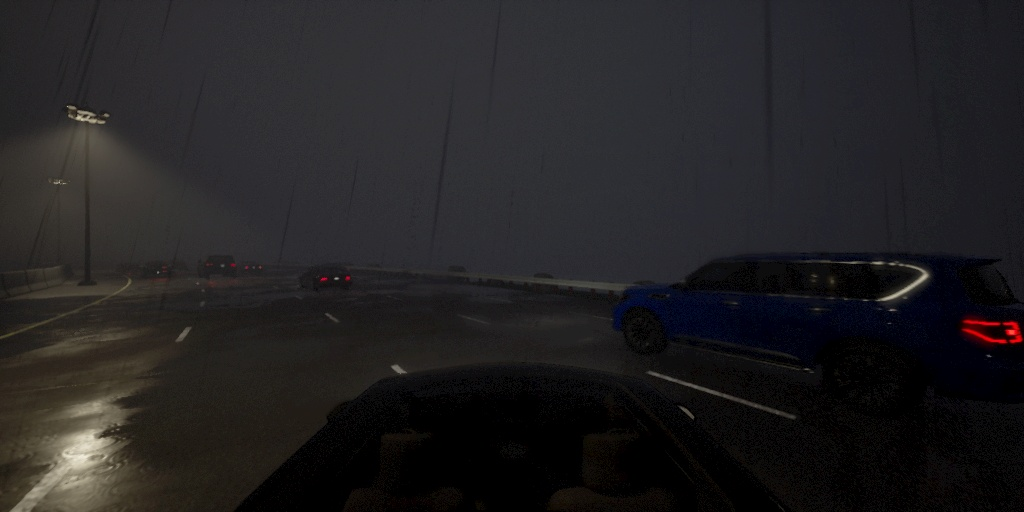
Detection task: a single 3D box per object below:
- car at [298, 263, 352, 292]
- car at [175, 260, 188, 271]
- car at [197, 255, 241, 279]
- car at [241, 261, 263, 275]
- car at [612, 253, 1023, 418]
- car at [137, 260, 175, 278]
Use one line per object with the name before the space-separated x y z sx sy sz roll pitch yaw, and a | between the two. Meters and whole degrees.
car | -11.148 1.282 21.259 2.033 1.411 5.357 0 0 -41
car | -43.359 1.217 46.057 4.892 1.490 1.837 -1 -1 35
car | -26.785 0.945 32.510 5.566 2.045 2.150 0 0 42
car | -29.260 1.268 39.528 5.357 1.411 2.033 0 0 40
car | 4.439 0.969 6.306 2.150 2.045 5.566 0 0 -34
car | -33.368 1.228 33.572 4.892 1.490 1.837 -1 0 41
